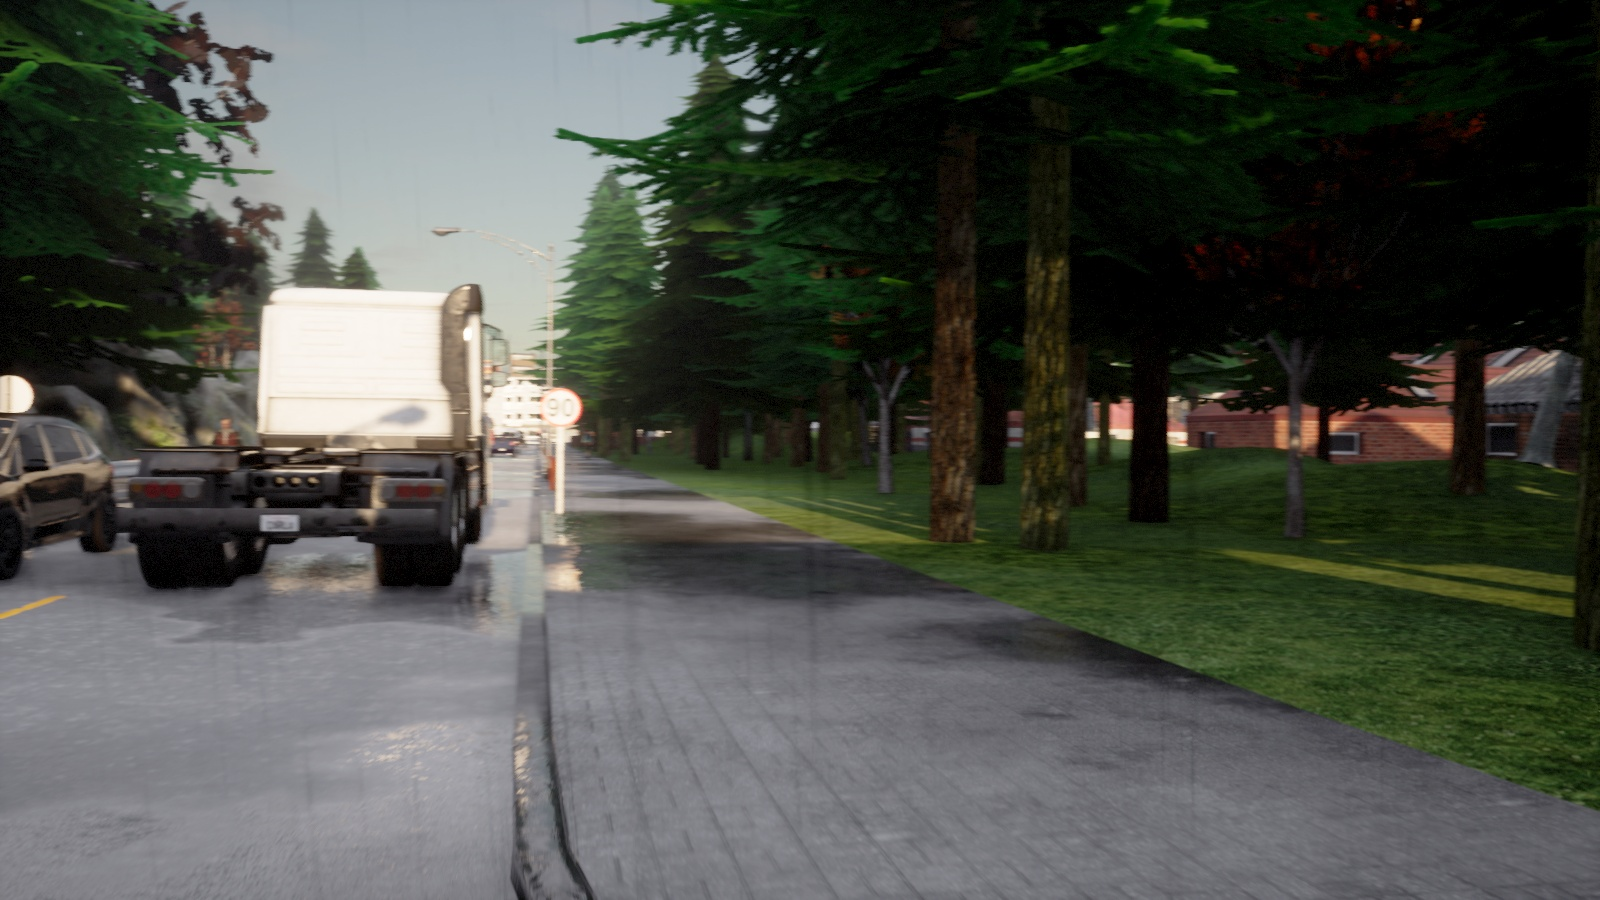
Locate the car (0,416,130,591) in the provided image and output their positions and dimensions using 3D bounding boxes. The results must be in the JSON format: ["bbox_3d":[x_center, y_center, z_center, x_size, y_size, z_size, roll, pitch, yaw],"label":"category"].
[{"bbox_3d":[-9.086,0.505,13.384,2.242,1.667,4.611,0,1,-12],"label":"car"}]

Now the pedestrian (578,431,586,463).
[{"bbox_3d":[-13.080,-0.168,75.367,0.396,1.930,0.692,0,1,-12],"label":"pedestrian"}]

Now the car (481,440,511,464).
[{"bbox_3d":[-19.922,0.109,82.410,1.845,1.501,3.633,0,0,-12],"label":"car"}]

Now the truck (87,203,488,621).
[{"bbox_3d":[-5.283,-0.352,14.587,2.891,3.462,7.936,0,1,-12],"label":"truck"}]
